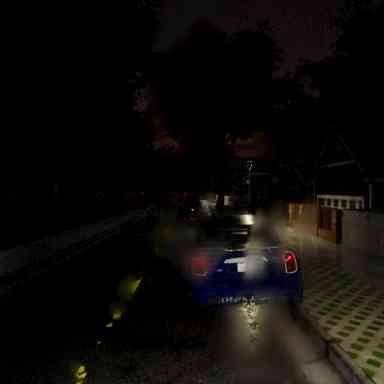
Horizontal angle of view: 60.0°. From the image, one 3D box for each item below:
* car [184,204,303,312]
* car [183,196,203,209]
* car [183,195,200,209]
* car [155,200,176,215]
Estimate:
[{"bbox_3d":[0.942,1.320,7.878,2.097,1.767,4.553,-2,0,0],"label":"car"},{"bbox_3d":[0.085,1.530,35.980,1.837,1.490,4.892,0,0,1],"label":"car"},{"bbox_3d":[-0.033,1.379,45.943,2.097,1.767,4.553,0,0,2],"label":"car"},{"bbox_3d":[-2.695,1.573,34.971,2.033,1.411,5.357,0,0,0],"label":"car"}]
